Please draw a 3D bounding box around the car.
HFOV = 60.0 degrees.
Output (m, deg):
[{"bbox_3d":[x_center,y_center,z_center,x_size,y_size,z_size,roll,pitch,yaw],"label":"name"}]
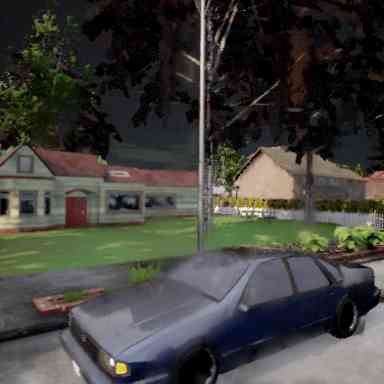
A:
[{"bbox_3d":[0.888,1.602,5.243,5.357,1.411,2.033,1,-1,-35],"label":"car"}]
